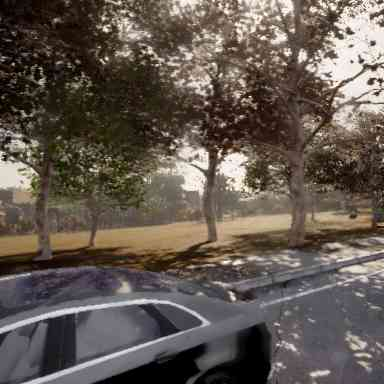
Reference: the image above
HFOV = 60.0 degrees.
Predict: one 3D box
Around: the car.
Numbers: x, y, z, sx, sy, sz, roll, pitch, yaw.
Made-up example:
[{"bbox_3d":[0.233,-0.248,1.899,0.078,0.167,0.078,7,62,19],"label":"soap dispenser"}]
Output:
[{"bbox_3d":[-1.459,1.491,2.644,4.902,1.511,2.128,0,0,-36],"label":"car"}]
